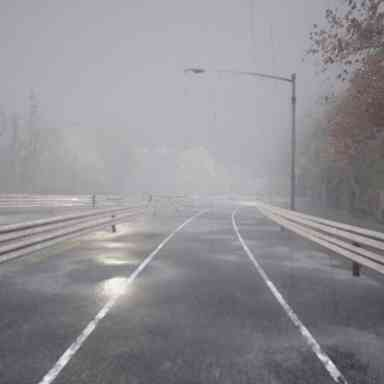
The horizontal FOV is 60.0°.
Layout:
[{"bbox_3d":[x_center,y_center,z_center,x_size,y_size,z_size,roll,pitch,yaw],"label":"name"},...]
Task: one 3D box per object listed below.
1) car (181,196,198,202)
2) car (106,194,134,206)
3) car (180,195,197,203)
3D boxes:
[{"bbox_3d":[-0.576,1.495,72.003,1.994,1.385,4.181,0,-1,25],"label":"car"},{"bbox_3d":[-9.635,1.058,44.611,1.812,1.442,4.674,0,-1,25],"label":"car"},{"bbox_3d":[-1.056,1.392,62.716,1.812,1.442,4.674,1,-1,25],"label":"car"}]
